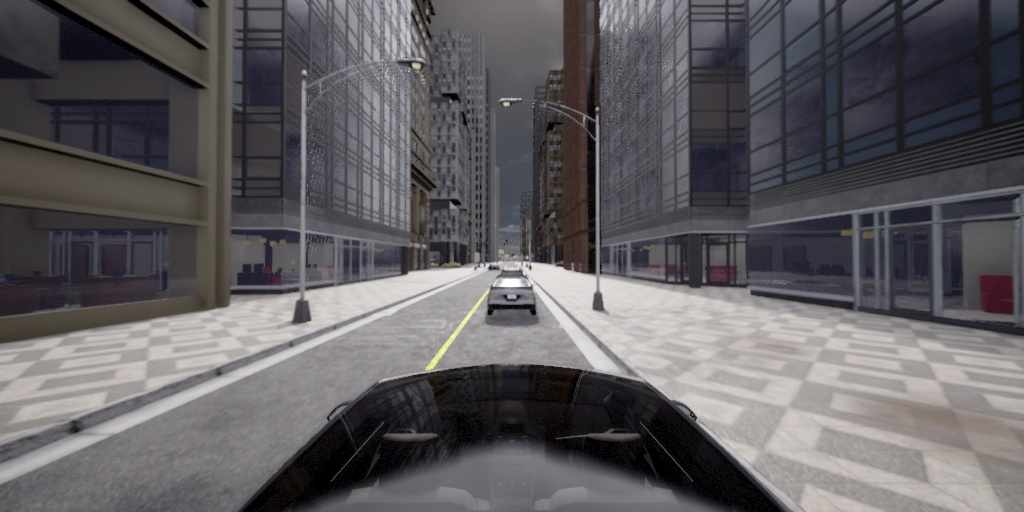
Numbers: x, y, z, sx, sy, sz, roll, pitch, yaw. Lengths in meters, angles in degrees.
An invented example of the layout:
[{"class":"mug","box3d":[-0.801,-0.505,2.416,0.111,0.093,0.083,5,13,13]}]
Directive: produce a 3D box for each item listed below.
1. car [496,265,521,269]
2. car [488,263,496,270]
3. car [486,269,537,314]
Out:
[{"class":"car","box3d":[-0.003,1.525,30.363,2.128,1.511,4.902,0,0,0]},{"class":"car","box3d":[-3.104,1.926,61.344,1.895,1.301,4.718,0,-1,0]},{"class":"car","box3d":[0.001,1.423,14.372,2.033,1.411,5.357,0,-1,0]}]
